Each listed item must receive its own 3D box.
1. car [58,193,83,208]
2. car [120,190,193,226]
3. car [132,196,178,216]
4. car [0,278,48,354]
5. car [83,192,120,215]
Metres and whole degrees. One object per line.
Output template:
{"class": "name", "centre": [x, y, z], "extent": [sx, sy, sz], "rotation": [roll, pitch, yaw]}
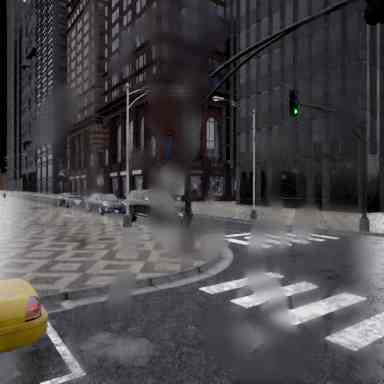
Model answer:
{"class": "car", "centre": [-13.146, 0.827, 36.087], "extent": [2.128, 1.511, 4.902], "rotation": [0, 1, -36]}
{"class": "car", "centre": [-2.211, 0.898, 20.820], "extent": [2.150, 2.045, 5.566], "rotation": [0, 1, -36]}
{"class": "car", "centre": [-3.168, 1.131, 27.644], "extent": [1.994, 1.385, 4.181], "rotation": [0, 1, -36]}
{"class": "car", "centre": [-4.246, 1.525, 3.627], "extent": [4.829, 1.417, 1.752], "rotation": [0, 0, -35]}
{"class": "car", "centre": [-7.129, 0.872, 27.684], "extent": [2.097, 1.767, 4.553], "rotation": [0, 1, -35]}
